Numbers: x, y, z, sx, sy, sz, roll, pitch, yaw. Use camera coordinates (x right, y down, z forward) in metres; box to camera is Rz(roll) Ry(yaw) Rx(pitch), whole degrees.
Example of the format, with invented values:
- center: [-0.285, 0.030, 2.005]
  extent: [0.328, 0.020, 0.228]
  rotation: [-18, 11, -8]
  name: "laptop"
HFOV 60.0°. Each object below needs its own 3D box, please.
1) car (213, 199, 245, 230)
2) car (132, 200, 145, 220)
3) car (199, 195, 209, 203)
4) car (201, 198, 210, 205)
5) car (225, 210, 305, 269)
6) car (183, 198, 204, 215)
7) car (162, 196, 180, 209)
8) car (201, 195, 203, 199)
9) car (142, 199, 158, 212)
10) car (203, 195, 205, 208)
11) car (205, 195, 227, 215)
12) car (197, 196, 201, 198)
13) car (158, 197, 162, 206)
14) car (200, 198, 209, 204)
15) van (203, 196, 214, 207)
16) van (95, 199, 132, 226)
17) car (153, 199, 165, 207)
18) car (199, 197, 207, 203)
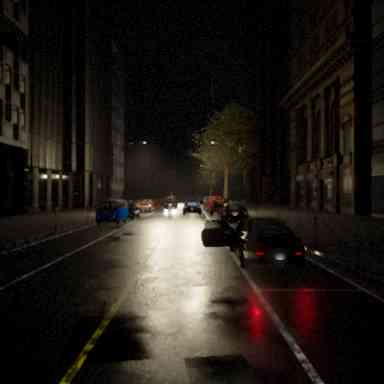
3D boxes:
- center: [2.845, 1.524, 23.866]
  extent: [1.967, 1.590, 4.097]
  rotation: [0, 0, 0]
  name: "car"
- center: [-5.684, 1.677, 29.515]
  extent: [1.947, 1.339, 4.313]
  rotation: [0, 0, 0]
  name: "car"
- center: [2.808, 1.729, 80.262]
  extent: [2.192, 1.841, 5.009]
  rotation: [0, 0, 0]
  name: "car"
- center: [2.815, 1.912, 68.982]
  extent: [1.802, 1.307, 4.206]
  rotation: [0, 0, 0]
  name: "car"
- center: [2.344, 1.560, 11.169]
  extent: [1.812, 1.442, 4.674]
  rotation: [0, 0, 0]
  name: "car"
- center: [0.037, 1.707, 35.991]
  extent: [1.994, 1.385, 4.181]
  rotation: [0, 0, 1]
  name: "car"
- center: [-3.036, 1.709, 49.093]
  extent: [2.128, 1.511, 4.902]
  rotation: [0, 0, 0]
  name: "car"
- center: [2.827, 1.672, 52.064]
  extent: [1.967, 1.590, 4.097]
  rotation: [0, 0, 0]
  name: "car"
- center: [-5.692, 1.611, 40.793]
  extent: [1.967, 1.590, 4.097]
  rotation: [0, 0, 0]
  name: "car"
- center: [2.834, 1.484, 40.785]
  extent: [2.192, 1.841, 5.009]
  rotation: [0, 0, 0]
  name: "car"
- center: [2.837, 1.454, 35.147]
  extent: [2.192, 1.841, 5.009]
  rotation: [0, 0, 0]
  name: "car"
- center: [-0.026, 1.688, 48.127]
  extent: [1.882, 1.535, 5.008]
  rotation: [0, 0, 0]
  name: "car"
- center: [-5.695, 1.747, 46.432]
  extent: [1.887, 1.381, 4.507]
  rotation: [0, 0, 0]
  name: "car"
- center: [2.811, 1.937, 74.620]
  extent: [1.947, 1.339, 4.313]
  rotation: [0, 0, 0]
  name: "car"
- center: [2.823, 1.604, 57.704]
  extent: [1.690, 1.788, 3.998]
  rotation: [0, 0, 0]
  name: "van"
- center: [-5.680, 1.426, 23.877]
  extent: [1.690, 1.788, 3.998]
  rotation: [0, 0, 0]
  name: "van"
- center: [-5.702, 1.846, 57.710]
  extent: [1.802, 1.307, 4.206]
  rotation: [0, 0, 0]
  name: "car"
- center: [2.805, 2.001, 85.899]
  extent: [1.887, 1.381, 4.507]
  rotation: [0, 0, 0]
  name: "car"
